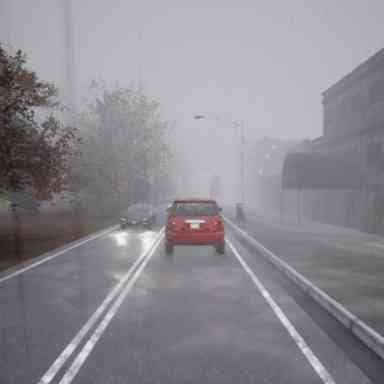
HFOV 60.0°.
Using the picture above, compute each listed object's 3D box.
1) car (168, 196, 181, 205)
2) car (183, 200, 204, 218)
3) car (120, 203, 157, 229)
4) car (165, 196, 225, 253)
[{"bbox_3d":[-3.277,1.519,62.425,2.128,1.511,4.902,0,0,1],"label":"car"},{"bbox_3d":[0.100,1.548,31.308,1.812,1.442,4.674,0,0,0],"label":"car"},{"bbox_3d":[-3.349,1.521,21.613,1.837,1.490,4.892,0,0,0],"label":"car"},{"bbox_3d":[0.100,1.232,13.843,2.150,2.045,5.566,0,0,0],"label":"car"}]
